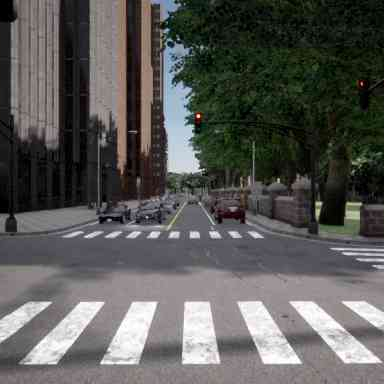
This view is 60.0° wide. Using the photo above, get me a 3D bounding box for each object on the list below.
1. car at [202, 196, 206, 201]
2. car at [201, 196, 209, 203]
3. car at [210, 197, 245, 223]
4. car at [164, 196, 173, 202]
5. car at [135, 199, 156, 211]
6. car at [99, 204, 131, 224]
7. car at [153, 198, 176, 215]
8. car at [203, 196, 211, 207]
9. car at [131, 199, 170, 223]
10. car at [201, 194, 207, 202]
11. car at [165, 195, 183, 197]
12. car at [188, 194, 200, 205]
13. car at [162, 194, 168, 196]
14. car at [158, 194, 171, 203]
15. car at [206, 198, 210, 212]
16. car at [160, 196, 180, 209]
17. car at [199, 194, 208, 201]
[{"bbox_3d":[2.838,1.585,47.026,2.008,1.369,4.403,0,0,0],"label":"car"},{"bbox_3d":[2.882,1.592,74.479,1.752,1.417,4.829,0,0,0],"label":"car"},{"bbox_3d":[2.804,1.326,25.201,2.192,1.841,5.009,0,0,0],"label":"car"},{"bbox_3d":[-5.635,1.620,79.775,1.887,1.381,4.507,0,0,0],"label":"car"},{"bbox_3d":[-5.695,1.579,41.575,2.008,1.369,4.403,0,0,0],"label":"car"},{"bbox_3d":[-5.721,1.576,25.205,1.947,1.339,4.313,0,0,0],"label":"car"},{"bbox_3d":[-3.043,1.621,34.731,1.895,1.301,4.718,0,0,0],"label":"car"},{"bbox_3d":[2.830,1.579,41.569,2.008,1.369,4.403,0,0,0],"label":"car"},{"bbox_3d":[-3.065,1.516,25.475,1.837,1.490,4.892,0,0,1],"label":"car"},{"bbox_3d":[2.847,1.481,52.483,1.967,1.590,4.097,0,0,0],"label":"car"},{"bbox_3d":[-2.968,1.590,54.076,2.033,1.411,5.357,0,0,0],"label":"car"},{"bbox_3d":[0.192,1.595,58.660,2.033,1.411,5.357,0,0,1],"label":"car"},{"bbox_3d":[-5.661,1.635,63.404,1.802,1.307,4.206,0,0,0],"label":"car"},{"bbox_3d":[-5.652,1.374,68.861,2.192,1.841,5.009,0,0,0],"label":"car"},{"bbox_3d":[2.821,1.588,36.113,1.947,1.339,4.313,0,0,0],"label":"car"},{"bbox_3d":[-3.021,1.595,43.932,1.994,1.385,4.181,0,0,0],"label":"car"},{"bbox_3d":[2.899,1.399,85.222,2.192,1.841,5.009,0,0,0],"label":"car"}]
